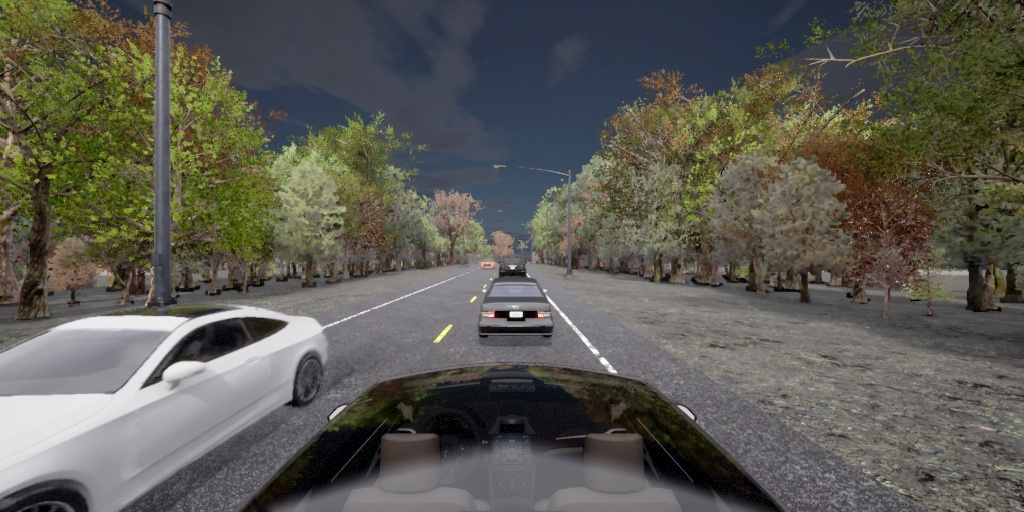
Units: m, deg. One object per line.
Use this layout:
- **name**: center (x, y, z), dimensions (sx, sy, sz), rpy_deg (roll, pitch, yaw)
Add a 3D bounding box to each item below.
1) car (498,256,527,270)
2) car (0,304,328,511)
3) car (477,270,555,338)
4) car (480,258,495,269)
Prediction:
- **car**: center (0.042, 0.987, 29.292), dimensions (2.150, 2.045, 5.566), rpy_deg (0, 0, 0)
- **car**: center (-3.603, 1.277, 3.512), dimensions (1.812, 1.442, 4.674), rpy_deg (0, 0, 0)
- **car**: center (0.082, 1.302, 10.203), dimensions (2.033, 1.411, 5.357), rpy_deg (0, 0, 0)
- **car**: center (-3.684, 1.131, 55.310), dimensions (2.097, 1.767, 4.553), rpy_deg (0, 0, 0)
